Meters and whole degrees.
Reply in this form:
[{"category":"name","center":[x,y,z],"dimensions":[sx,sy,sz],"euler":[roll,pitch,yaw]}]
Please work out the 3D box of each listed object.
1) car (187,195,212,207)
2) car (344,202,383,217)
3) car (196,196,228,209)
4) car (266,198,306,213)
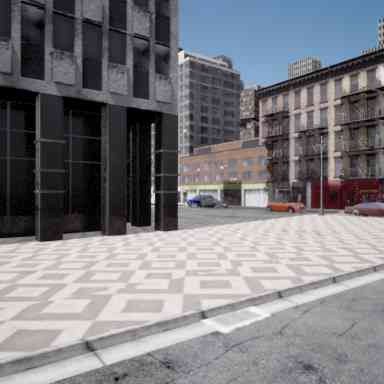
[{"category":"car","center":[1.408,1.523,56.095],"dimensions":[2.150,2.045,5.566],"euler":[0,0,-36]},{"category":"car","center":[16.579,1.647,30.083],"dimensions":[2.033,1.411,5.357],"euler":[0,-1,-33]},{"category":"car","center":[3.211,1.741,48.325],"dimensions":[2.128,1.511,4.902],"euler":[0,0,-36]},{"category":"car","center":[10.745,1.522,38.015],"dimensions":[2.097,1.767,4.553],"euler":[0,-1,-36]}]
